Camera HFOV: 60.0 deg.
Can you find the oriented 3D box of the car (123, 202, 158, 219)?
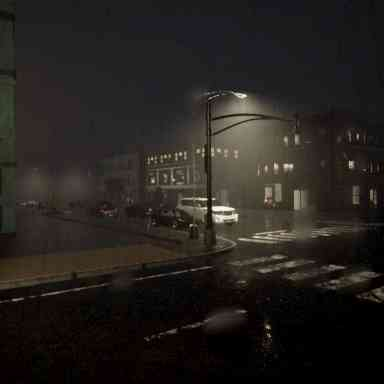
[{"bbox_3d":[-5.010,1.886,33.103,2.033,1.411,5.357,-1,0,-36],"label":"car"}]

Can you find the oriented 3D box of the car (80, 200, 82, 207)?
[{"bbox_3d":[-18.538,1.940,61.952,2.192,1.841,5.009,-1,0,-36],"label":"car"}]

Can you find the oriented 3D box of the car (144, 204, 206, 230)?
[{"bbox_3d":[-1.277,1.815,23.207,1.947,1.339,4.313,-2,0,-36],"label":"car"}]

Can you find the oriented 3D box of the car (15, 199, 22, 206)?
[{"bbox_3d":[-38.228,2.379,75.086,1.967,1.590,4.097,-1,0,-36],"label":"car"}]

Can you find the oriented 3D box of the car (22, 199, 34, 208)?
[{"bbox_3d":[-31.787,2.375,66.083,2.008,1.369,4.403,-1,0,-36],"label":"car"}]

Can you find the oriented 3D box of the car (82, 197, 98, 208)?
[{"bbox_3d":[-15.411,2.032,53.147,1.882,1.535,5.008,-1,0,-35],"label":"car"}]

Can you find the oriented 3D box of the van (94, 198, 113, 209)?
[{"bbox_3d":[-15.317,1.907,57.450,1.690,1.788,3.998,-1,0,-36],"label":"van"}]

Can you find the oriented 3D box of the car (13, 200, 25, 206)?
[{"bbox_3d":[-41.446,2.547,79.590,2.008,1.369,4.403,-1,0,-36],"label":"car"}]

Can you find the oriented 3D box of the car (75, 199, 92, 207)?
[{"bbox_3d":[-21.752,2.227,66.455,1.887,1.381,4.507,-1,0,-36],"label":"car"}]

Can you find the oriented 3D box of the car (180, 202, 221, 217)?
[{"bbox_3d":[0.785,1.810,34.938,2.008,1.369,4.403,-2,0,-36],"label":"car"}]

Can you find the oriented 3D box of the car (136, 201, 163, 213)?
[{"bbox_3d":[-5.652,1.966,43.943,1.802,1.307,4.206,-2,0,-36],"label":"car"}]

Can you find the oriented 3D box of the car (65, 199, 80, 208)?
[{"bbox_3d":[-21.472,2.230,61.626,1.994,1.385,4.181,-1,0,-36],"label":"car"}]

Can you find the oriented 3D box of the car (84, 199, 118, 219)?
[{"bbox_3d":[-9.253,1.846,34.564,1.967,1.590,4.097,-1,0,-36],"label":"car"}]

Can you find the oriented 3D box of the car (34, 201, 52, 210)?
[{"bbox_3d":[-25.249,2.232,56.939,1.752,1.417,4.829,-1,0,-36],"label":"car"}]

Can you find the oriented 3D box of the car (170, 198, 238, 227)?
[{"bbox_3d":[0.942,1.443,24.776,2.150,2.045,5.566,-1,0,-35],"label":"car"}]
